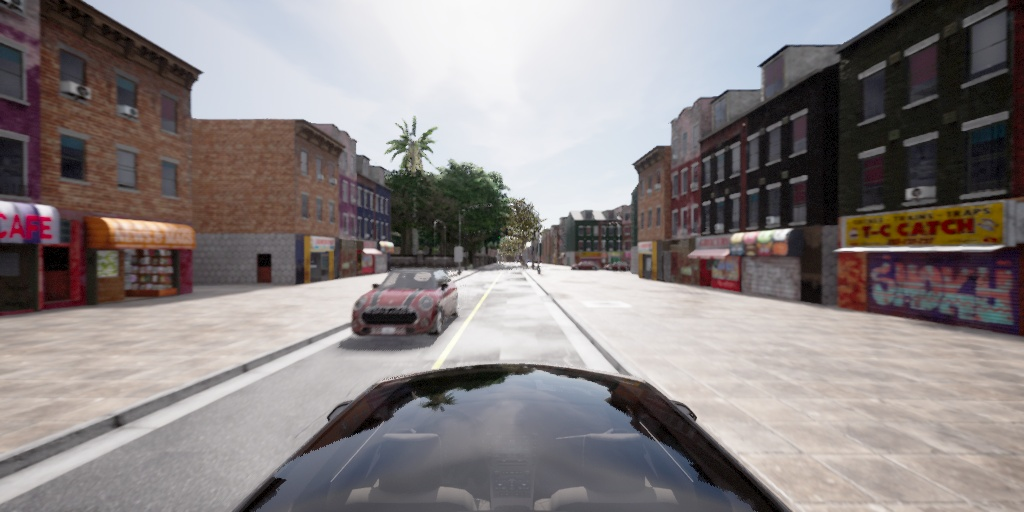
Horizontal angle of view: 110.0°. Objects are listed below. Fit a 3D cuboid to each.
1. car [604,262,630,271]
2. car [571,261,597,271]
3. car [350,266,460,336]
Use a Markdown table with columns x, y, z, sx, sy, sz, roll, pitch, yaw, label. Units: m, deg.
| x | y | z | sx | sy | sz | roll | pitch | yaw | label |
| --- | --- | --- | --- | --- | --- | --- | --- | --- | --- |
| 17.243 | 1.676 | 59.233 | 4.097 | 1.591 | 1.967 | 0 | 0 | 0 | car |
| 11.809 | 1.614 | 59.232 | 4.097 | 1.591 | 1.967 | 0 | 0 | 0 | car |
| -2.853 | 1.132 | 10.489 | 2.097 | 1.767 | 4.553 | 0 | 0 | 0 | car |
